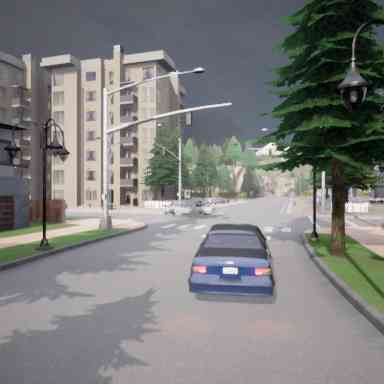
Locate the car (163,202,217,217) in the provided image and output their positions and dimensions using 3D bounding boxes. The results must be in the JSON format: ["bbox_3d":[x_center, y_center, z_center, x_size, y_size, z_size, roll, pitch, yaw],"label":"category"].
[{"bbox_3d":[-0.210,1.614,30.706,4.718,1.301,1.895,0,0,19],"label":"car"}]

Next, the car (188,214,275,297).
[{"bbox_3d":[1.133,1.545,8.810,2.033,1.411,5.357,0,0,9],"label":"car"}]
